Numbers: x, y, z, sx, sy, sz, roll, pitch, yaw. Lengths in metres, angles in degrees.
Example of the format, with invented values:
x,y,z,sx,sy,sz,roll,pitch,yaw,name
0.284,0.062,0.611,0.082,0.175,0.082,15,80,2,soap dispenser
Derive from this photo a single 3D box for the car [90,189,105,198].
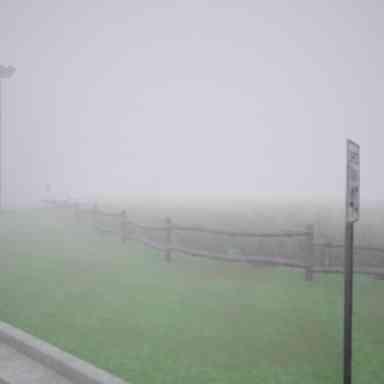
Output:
x,y,z,sx,sy,sz,roll,pitch,yaw,name
-20.448,0.760,75.186,1.837,1.490,4.892,1,0,10,car

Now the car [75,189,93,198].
x,y,z,sx,sy,sz,roll,pitch,yaw,name
-23.893,0.699,75.806,1.882,1.535,5.008,1,0,10,car

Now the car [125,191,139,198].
x,y,z,sx,sy,sz,roll,pitch,yaw,name
-15.157,0.573,84.821,1.882,1.535,5.008,1,0,10,car

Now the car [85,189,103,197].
x,y,z,sx,sy,sz,roll,pitch,yaw,name
-25.483,0.206,86.707,2.150,2.045,5.566,1,0,10,car

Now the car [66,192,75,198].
x,y,z,sx,sy,sz,roll,pitch,yaw,name
-27.239,0.707,76.972,1.812,1.442,4.674,1,0,10,car

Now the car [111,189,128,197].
x,y,z,sx,sy,sz,roll,pitch,yaw,name
-18.594,0.282,85.468,2.150,2.045,5.566,1,0,10,car

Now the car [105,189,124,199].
x,y,z,sx,sy,sz,roll,pitch,yaw,name
-17.004,0.775,74.567,1.882,1.535,5.008,1,0,10,car

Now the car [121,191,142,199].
x,y,z,sx,sy,sz,roll,pitch,yaw,name
-13.486,0.897,74.358,1.994,1.385,4.181,1,0,10,car

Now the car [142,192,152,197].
x,y,z,sx,sy,sz,roll,pitch,yaw,name
-11.713,0.673,84.202,2.033,1.411,5.357,1,0,10,car

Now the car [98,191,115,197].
x,y,z,sx,sy,sz,roll,pitch,yaw,name
-22.047,0.559,86.060,2.033,1.411,5.357,1,0,10,car
